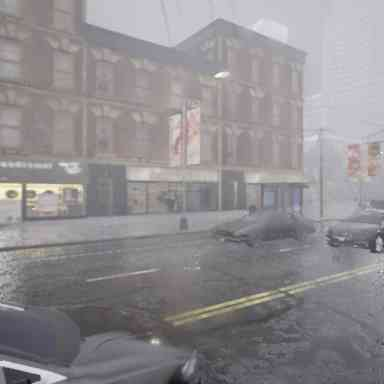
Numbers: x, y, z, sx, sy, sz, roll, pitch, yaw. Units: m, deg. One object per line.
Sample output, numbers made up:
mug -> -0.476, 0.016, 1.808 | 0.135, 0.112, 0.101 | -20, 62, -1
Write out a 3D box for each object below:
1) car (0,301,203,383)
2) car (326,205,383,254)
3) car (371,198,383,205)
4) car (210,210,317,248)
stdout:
car -> -2.132, 1.492, 2.224 | 4.902, 1.511, 2.128 | 0, 0, -35
car -> 7.453, 1.501, 13.632 | 4.892, 1.490, 1.837 | 0, 0, -36
car -> 28.320, 1.532, 48.786 | 2.033, 1.411, 5.357 | 0, 0, 2
car -> 3.388, 1.544, 15.005 | 5.357, 1.411, 2.033 | 0, 0, -35
